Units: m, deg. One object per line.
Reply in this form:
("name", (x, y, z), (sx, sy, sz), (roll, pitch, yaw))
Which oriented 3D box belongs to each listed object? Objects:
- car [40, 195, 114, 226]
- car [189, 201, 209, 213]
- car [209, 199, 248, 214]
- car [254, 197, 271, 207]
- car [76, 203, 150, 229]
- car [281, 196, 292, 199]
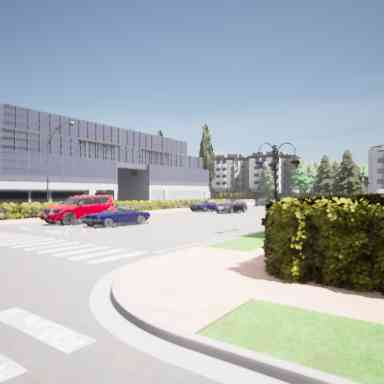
("car", (-8.111, 1.270, 24.320), (2.150, 2.045, 5.566), (0, 0, 36))
("car", (1.691, 1.651, 38.138), (1.895, 1.301, 4.718), (0, 0, 35))
("car", (4.279, 1.536, 35.748), (2.128, 1.511, 4.902), (0, 0, 35))
("car", (11.180, 1.581, 52.249), (1.812, 1.442, 4.674), (0, 0, 26))
("car", (-5.059, 1.645, 22.550), (1.895, 1.301, 4.718), (0, 0, 35))
("car", (14.341, 1.461, 50.748), (2.097, 1.767, 4.553), (0, 0, 26))
